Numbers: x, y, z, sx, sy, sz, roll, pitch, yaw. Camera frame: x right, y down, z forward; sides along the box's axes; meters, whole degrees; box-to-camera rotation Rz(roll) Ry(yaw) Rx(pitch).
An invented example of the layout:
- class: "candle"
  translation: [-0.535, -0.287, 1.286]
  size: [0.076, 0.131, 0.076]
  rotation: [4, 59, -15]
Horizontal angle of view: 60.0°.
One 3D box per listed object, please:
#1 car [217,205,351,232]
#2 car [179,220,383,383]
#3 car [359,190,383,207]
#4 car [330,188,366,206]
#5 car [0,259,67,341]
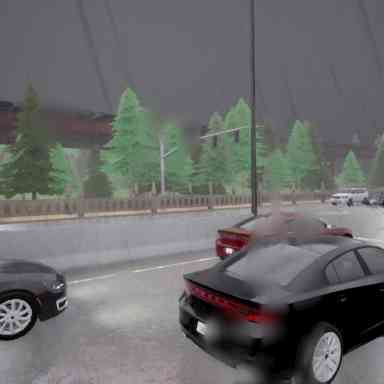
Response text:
- class: "car"
  translation: [2.999, 1.358, 10.238]
  size: [5.008, 1.535, 1.882]
  rotation: [-1, 1, -35]
- class: "car"
  translation: [2.157, 1.421, 5.351]
  size: [5.008, 1.535, 1.882]
  rotation: [-1, 1, -35]
- class: "car"
  translation: [20.720, 0.826, 36.084]
  size: [4.902, 1.511, 2.128]
  rotation: [-1, 1, -36]
- class: "car"
  translation: [18.398, 0.563, 38.725]
  size: [5.566, 2.045, 2.150]
  rotation: [-1, 1, -36]
- class: "car"
  translation: [-4.422, 1.503, 4.896]
  size: [4.892, 1.490, 1.837]
  rotation: [1, 0, -35]
